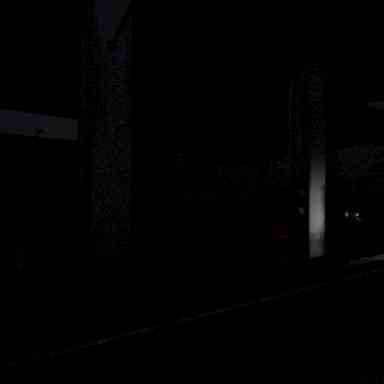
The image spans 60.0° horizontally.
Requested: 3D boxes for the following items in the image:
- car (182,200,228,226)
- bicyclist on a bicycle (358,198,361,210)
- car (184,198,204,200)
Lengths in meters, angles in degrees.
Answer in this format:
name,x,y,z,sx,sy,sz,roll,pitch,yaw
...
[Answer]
name,x,y,z,sx,sy,sz,roll,pitch,yaw
car,0.530,1.646,25.413,4.611,1.667,2.242,1,0,-36
bicyclist on a bicycle,21.114,1.562,41.421,1.656,1.620,0.582,0,0,-36
car,0.731,1.526,32.544,3.866,1.878,1.905,1,0,-36
